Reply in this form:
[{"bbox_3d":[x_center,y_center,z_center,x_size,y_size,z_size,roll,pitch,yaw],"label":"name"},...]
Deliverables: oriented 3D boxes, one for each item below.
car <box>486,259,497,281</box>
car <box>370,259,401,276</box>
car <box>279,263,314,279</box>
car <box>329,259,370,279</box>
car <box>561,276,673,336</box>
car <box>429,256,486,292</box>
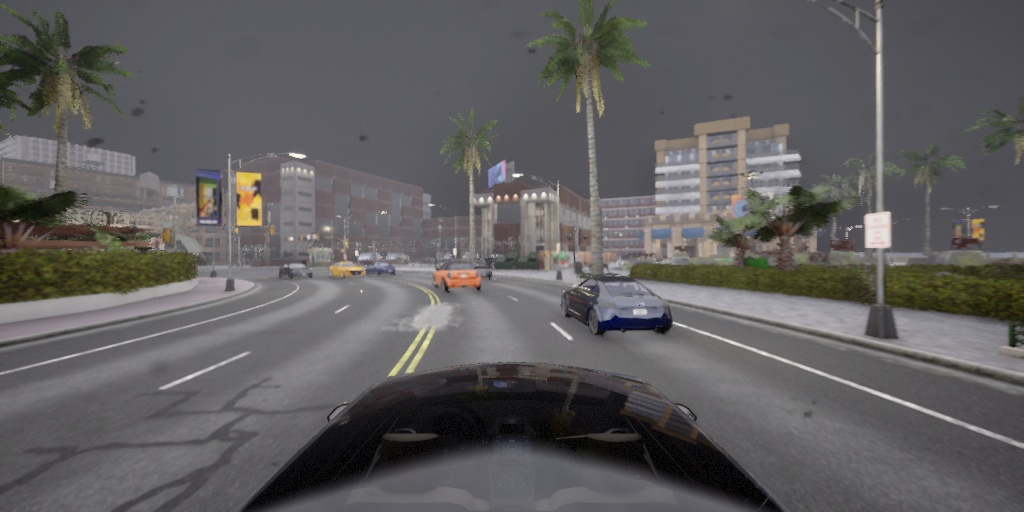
[{"bbox_3d":[-3.242,1.214,28.965,2.128,1.511,4.902,0,0,-29],"label":"car"},{"bbox_3d":[-13.823,1.312,37.257,4.674,1.442,1.812,0,0,43],"label":"car"},{"bbox_3d":[-20.324,1.368,33.597,4.674,1.442,1.812,-1,0,41],"label":"car"},{"bbox_3d":[-15.546,1.284,33.717,1.882,1.535,5.008,0,0,-44],"label":"car"},{"bbox_3d":[2.779,1.276,10.384,1.994,1.385,4.181,0,0,-6],"label":"car"},{"bbox_3d":[-3.382,1.090,21.360,2.097,1.767,4.553,-1,0,-21],"label":"car"}]
